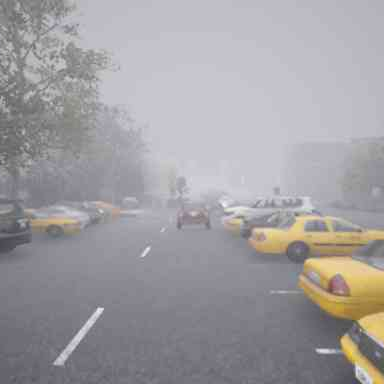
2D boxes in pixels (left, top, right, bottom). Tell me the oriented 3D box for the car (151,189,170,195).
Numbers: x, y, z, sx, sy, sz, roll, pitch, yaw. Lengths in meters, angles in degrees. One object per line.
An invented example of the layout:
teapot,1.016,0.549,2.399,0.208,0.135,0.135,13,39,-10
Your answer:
car,-8.749,0.108,91.320,5.008,1.535,2.097,0,2,0

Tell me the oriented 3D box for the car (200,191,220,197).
car,4.352,0.529,80.340,4.792,1.488,2.163,0,2,0

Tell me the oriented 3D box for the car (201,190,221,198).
car,4.351,0.452,77.549,4.553,1.767,2.185,0,2,0

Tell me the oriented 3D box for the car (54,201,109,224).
car,-8.503,1.565,22.684,4.792,1.488,2.163,0,0,0

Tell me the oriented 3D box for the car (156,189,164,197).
car,-8.958,0.790,66.356,5.366,1.575,1.946,0,1,0

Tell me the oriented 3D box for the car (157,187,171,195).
car,-8.562,0.217,88.533,5.366,1.575,1.946,0,2,0

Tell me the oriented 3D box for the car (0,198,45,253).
car,-8.565,1.246,11.605,5.566,2.045,2.435,0,0,0

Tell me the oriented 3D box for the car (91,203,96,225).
car,-8.531,1.566,19.914,4.674,1.452,2.002,0,0,0

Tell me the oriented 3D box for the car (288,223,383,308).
car,4.727,1.477,5.895,5.366,1.575,1.946,0,0,0

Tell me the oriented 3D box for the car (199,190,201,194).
car,4.309,0.821,63.610,5.008,1.535,2.097,0,1,0

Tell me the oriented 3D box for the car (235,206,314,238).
car,4.538,1.507,14.344,4.892,1.521,2.231,0,0,0

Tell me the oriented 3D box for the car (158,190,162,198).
car,-8.805,0.851,63.564,4.792,1.488,2.163,0,0,0

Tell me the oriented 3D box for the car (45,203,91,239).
car,-8.349,1.513,17.144,5.366,1.575,1.946,0,0,0

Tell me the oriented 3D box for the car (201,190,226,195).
car,4.324,0.892,55.261,4.792,1.488,2.163,0,0,0

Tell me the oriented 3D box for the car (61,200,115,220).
car,-8.563,1.419,25.330,4.553,1.767,2.185,0,0,0

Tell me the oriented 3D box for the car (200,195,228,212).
car,1.851,1.471,36.436,1.994,1.385,4.181,2,5,29

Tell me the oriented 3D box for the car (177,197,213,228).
car,0.109,1.407,22.478,2.097,1.767,4.553,0,0,0

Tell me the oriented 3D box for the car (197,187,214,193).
car,4.279,0.542,66.401,5.566,2.045,2.435,0,1,0

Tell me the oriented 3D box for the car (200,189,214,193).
car,4.269,0.714,60.830,4.553,1.767,2.185,0,0,0

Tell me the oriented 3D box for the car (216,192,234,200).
car,4.138,1.212,40.806,1.812,1.442,4.674,1,3,9

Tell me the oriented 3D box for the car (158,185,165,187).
car,-8.769,-0.263,94.096,5.566,2.045,2.435,0,3,0

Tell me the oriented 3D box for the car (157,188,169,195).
car,-8.751,0.501,80.303,4.892,1.521,2.231,0,2,0

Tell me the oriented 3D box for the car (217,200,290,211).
car,4.578,1.574,25.449,4.792,1.488,2.163,0,0,0

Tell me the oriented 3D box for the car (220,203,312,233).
car,4.360,1.513,17.121,5.366,1.575,1.946,0,0,0

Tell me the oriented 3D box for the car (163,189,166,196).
car,-8.737,0.740,71.807,4.792,1.488,2.163,0,1,0

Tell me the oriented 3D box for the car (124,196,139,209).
car,-7.648,1.273,40.624,1.812,1.442,4.674,-1,2,-11

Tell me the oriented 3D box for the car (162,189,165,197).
car,-8.955,0.753,69.151,5.366,1.575,1.946,0,1,0

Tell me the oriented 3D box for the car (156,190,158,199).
car,-8.785,0.892,57.867,4.674,1.452,2.002,0,0,0

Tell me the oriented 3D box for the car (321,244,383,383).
car,4.355,1.473,3.243,5.366,1.575,1.946,0,0,0

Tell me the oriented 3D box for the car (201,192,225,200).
car,4.317,0.756,69.193,4.892,1.521,2.231,0,1,0

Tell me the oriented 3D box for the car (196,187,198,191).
car,4.345,-0.020,94.262,5.008,1.535,2.097,0,3,0

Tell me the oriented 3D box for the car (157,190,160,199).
car,-8.782,0.881,60.652,4.674,1.452,2.002,0,0,0

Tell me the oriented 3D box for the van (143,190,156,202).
van,-8.659,0.639,55.192,4.442,1.987,1.878,1,0,0

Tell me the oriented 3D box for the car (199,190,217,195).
car,4.333,0.141,91.477,4.674,1.452,2.002,0,3,0

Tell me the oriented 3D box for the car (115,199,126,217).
car,-8.526,1.554,28.101,5.008,1.535,2.097,0,0,0

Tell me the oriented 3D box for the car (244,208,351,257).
car,4.729,1.494,11.568,5.366,1.575,1.946,0,0,0
